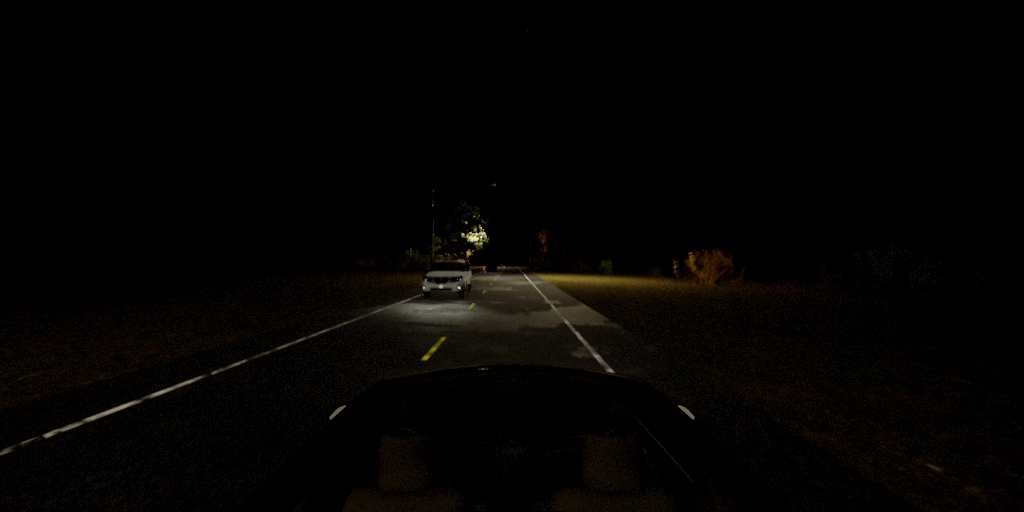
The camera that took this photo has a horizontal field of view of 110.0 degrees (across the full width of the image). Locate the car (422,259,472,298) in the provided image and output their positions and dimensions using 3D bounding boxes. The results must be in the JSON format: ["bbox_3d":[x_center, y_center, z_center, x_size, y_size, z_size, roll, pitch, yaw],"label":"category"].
[{"bbox_3d":[-3.597,1.215,20.918,2.150,2.045,5.566,0,-1,0],"label":"car"}]

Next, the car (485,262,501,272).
[{"bbox_3d":[-3.518,2.067,61.965,2.033,1.411,5.357,0,-1,1],"label":"car"}]

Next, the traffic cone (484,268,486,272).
[{"bbox_3d":[-4.892,2.502,64.125,0.340,0.580,0.340,0,0,0],"label":"traffic cone"}]
